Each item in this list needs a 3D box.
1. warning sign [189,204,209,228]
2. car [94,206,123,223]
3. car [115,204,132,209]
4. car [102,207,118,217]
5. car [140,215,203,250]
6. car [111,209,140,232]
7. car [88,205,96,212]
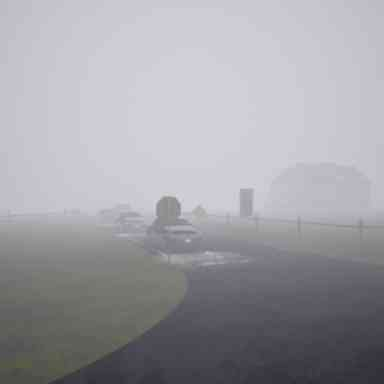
[{"bbox_3d":[0.579,1.918,26.932,1.300,1.860,1.060,2,-2,-22],"label":"warning sign"},{"bbox_3d":[-9.424,2.603,37.258,1.882,1.535,5.008,1,-2,-22],"label":"car"},{"bbox_3d":[-9.501,2.622,44.989,2.150,2.045,5.566,1,-2,-21],"label":"car"},{"bbox_3d":[-13.599,3.263,54.801,1.812,1.442,4.674,1,-2,-22],"label":"car"},{"bbox_3d":[-1.053,1.967,16.918,1.812,1.442,4.674,1,-2,-22],"label":"car"},{"bbox_3d":[-4.877,2.279,26.225,1.812,1.442,4.674,1,-2,-23],"label":"car"},{"bbox_3d":[-25.982,4.233,87.315,2.097,1.767,4.553,1,-2,-22],"label":"car"}]
